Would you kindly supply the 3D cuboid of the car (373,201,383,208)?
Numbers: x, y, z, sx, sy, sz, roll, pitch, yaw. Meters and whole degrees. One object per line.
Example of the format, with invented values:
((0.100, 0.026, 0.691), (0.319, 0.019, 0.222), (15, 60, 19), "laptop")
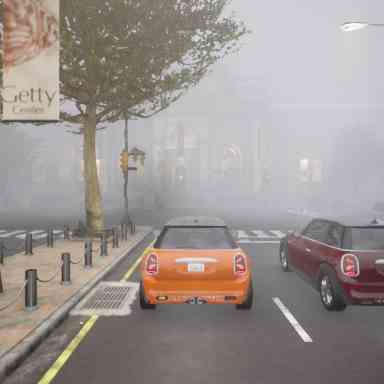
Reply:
((20.520, 1.491, 32.901), (4.902, 1.511, 2.128), (0, 0, 0), "car")

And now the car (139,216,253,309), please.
((0.084, 1.352, 8.003), (2.097, 1.767, 4.553), (0, 0, 0), "car")

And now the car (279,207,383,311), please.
((3.584, 1.352, 7.907), (2.097, 1.767, 4.553), (0, 0, 0), "car")
